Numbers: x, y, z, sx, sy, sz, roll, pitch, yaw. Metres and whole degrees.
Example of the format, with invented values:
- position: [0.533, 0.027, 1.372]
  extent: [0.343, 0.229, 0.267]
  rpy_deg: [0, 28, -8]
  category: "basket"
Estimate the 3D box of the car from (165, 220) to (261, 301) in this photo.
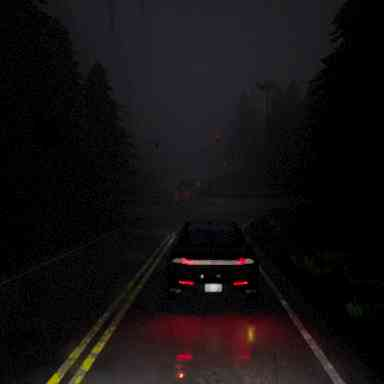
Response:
- position: [0.448, 1.432, 8.189]
  extent: [2.128, 1.511, 4.902]
  rpy_deg: [0, 0, 2]
  category: "car"

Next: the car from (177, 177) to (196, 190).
- position: [-0.699, -1.256, 45.235]
  extent: [1.812, 1.442, 4.674]
  rpy_deg: [1, 9, 14]
  category: "car"
